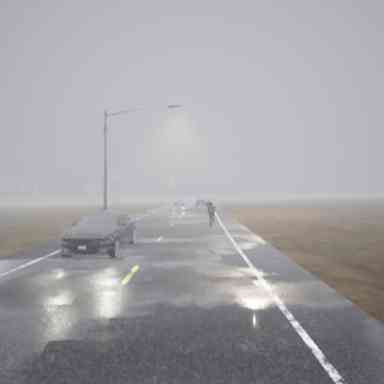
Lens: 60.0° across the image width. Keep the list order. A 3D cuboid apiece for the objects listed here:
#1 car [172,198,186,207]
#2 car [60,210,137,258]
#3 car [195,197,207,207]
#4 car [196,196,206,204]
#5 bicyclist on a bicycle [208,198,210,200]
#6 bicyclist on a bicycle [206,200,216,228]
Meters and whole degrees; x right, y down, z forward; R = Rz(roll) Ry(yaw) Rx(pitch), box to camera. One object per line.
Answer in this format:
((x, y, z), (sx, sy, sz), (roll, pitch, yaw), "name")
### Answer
((-2.113, 1.685, 55.331), (1.812, 1.442, 4.674), (0, 0, 2), "car")
((-3.465, 1.514, 13.137), (1.882, 1.535, 5.008), (0, 0, 1), "car")
((1.554, 1.641, 56.126), (1.882, 1.535, 5.008), (0, 0, 2), "car")
((1.952, 1.753, 74.117), (2.128, 1.511, 4.902), (0, 0, 1), "car")
((1.584, 1.460, 31.207), (0.659, 1.776, 1.843), (0, 0, 2), "bicyclist on a bicycle")
((1.269, 1.514, 21.314), (0.582, 1.620, 1.656), (0, 0, 1), "bicyclist on a bicycle")
